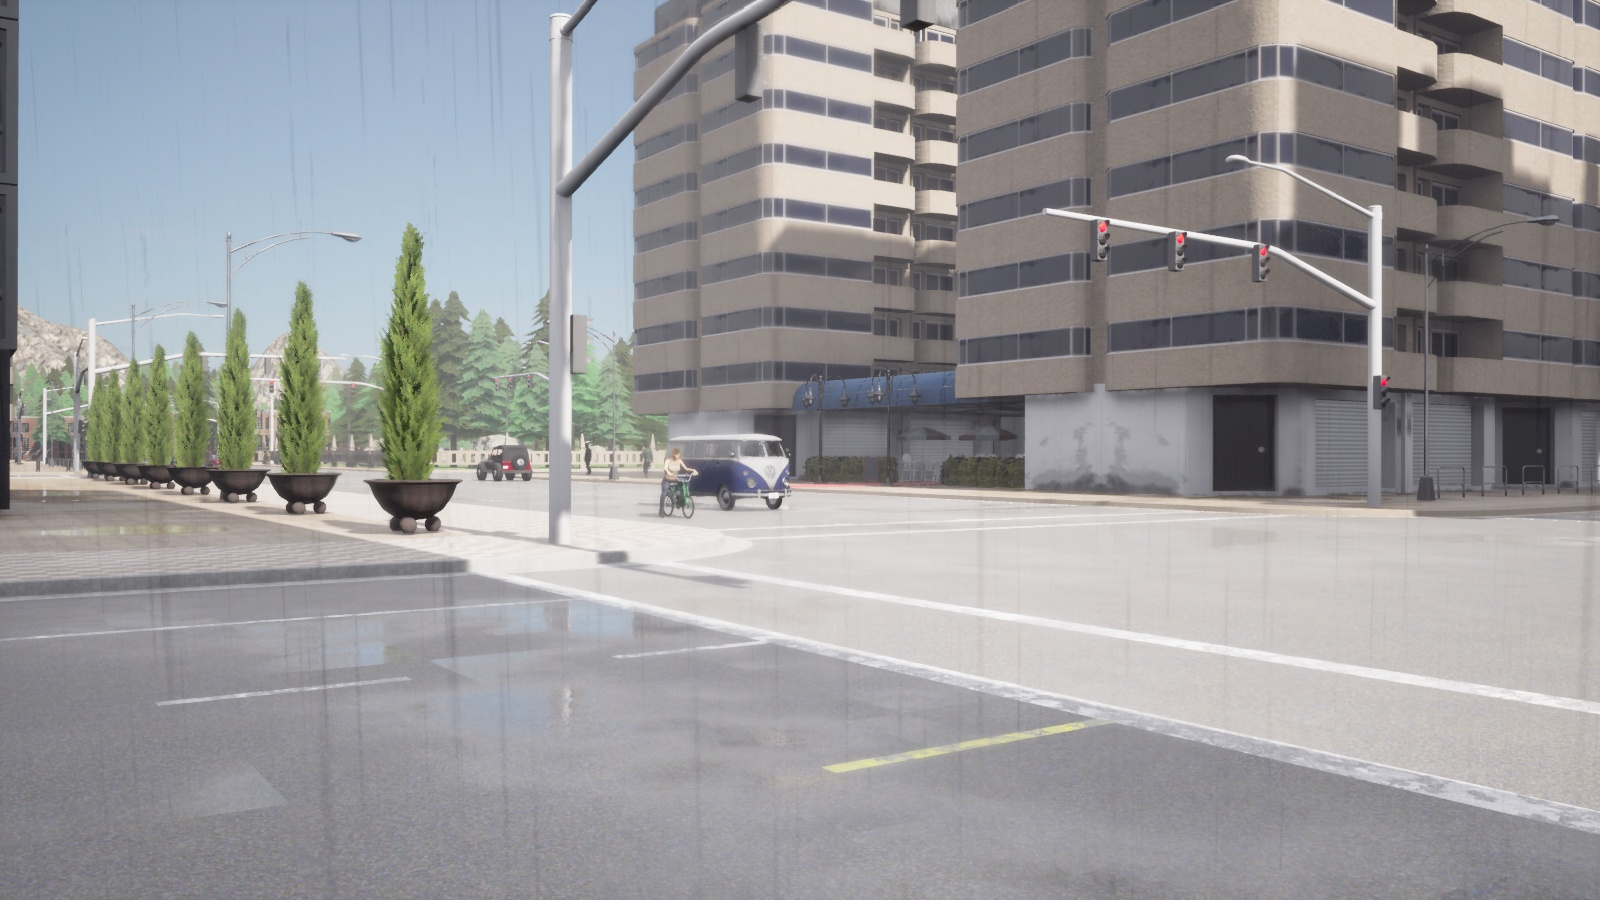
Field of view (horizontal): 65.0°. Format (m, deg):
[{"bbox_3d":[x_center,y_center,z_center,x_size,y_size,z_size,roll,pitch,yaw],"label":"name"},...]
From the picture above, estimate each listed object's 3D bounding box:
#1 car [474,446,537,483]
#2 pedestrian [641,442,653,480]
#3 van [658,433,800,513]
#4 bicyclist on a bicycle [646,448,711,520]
[{"bbox_3d":[-15.399,0.734,65.583,1.905,1.878,3.866,0,0,-34],"label":"car"},{"bbox_3d":[-7.840,0.577,64.321,0.423,1.949,0.788,0,0,-23],"label":"pedestrian"},{"bbox_3d":[-1.986,0.584,33.753,1.775,1.987,4.442,0,0,-35],"label":"van"},{"bbox_3d":[-2.792,0.758,28.742,0.866,1.612,1.509,0,0,-35],"label":"bicyclist on a bicycle"}]
